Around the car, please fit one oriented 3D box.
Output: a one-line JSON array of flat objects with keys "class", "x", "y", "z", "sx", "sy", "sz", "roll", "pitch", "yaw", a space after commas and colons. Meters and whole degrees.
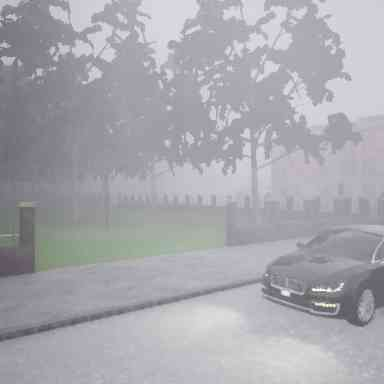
[{"class": "car", "x": 3.597, "y": 1.506, "z": 7.145, "sx": 4.892, "sy": 1.490, "sz": 1.837, "roll": 0, "pitch": 0, "yaw": -35}]
